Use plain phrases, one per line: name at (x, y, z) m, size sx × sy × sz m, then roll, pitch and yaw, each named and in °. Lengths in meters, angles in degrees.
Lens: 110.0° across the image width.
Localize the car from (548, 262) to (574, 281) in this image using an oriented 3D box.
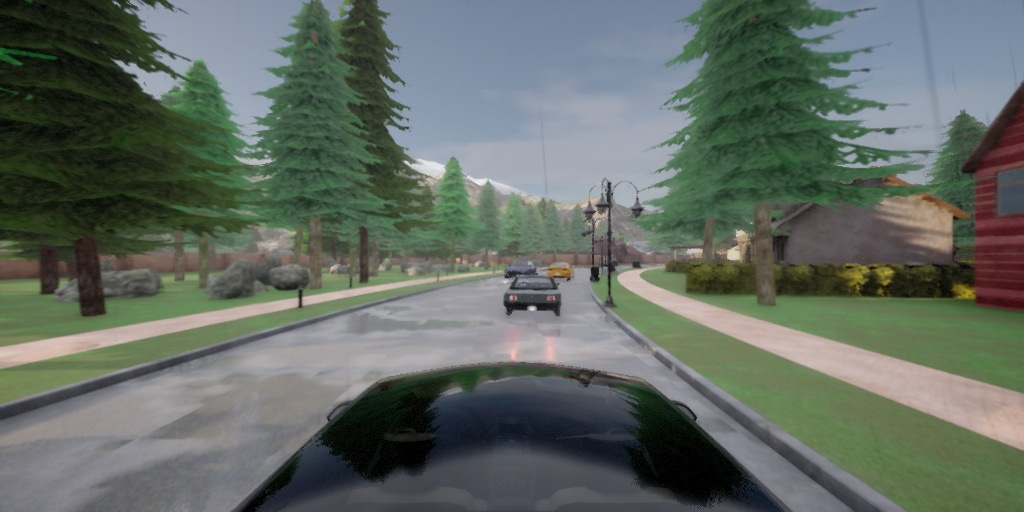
car at (4.329, 1.296, 31.308) m, size 1.882 × 1.535 × 5.008 m, roll 0°, pitch 0°, yaw 15°

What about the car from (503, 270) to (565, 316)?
car at (0.868, 1.376, 13.561) m, size 1.895 × 1.301 × 4.718 m, roll 0°, pitch 0°, yaw 6°

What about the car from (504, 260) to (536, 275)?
car at (0.806, 1.164, 32.382) m, size 2.097 × 1.767 × 4.553 m, roll 0°, pitch 0°, yaw 17°
